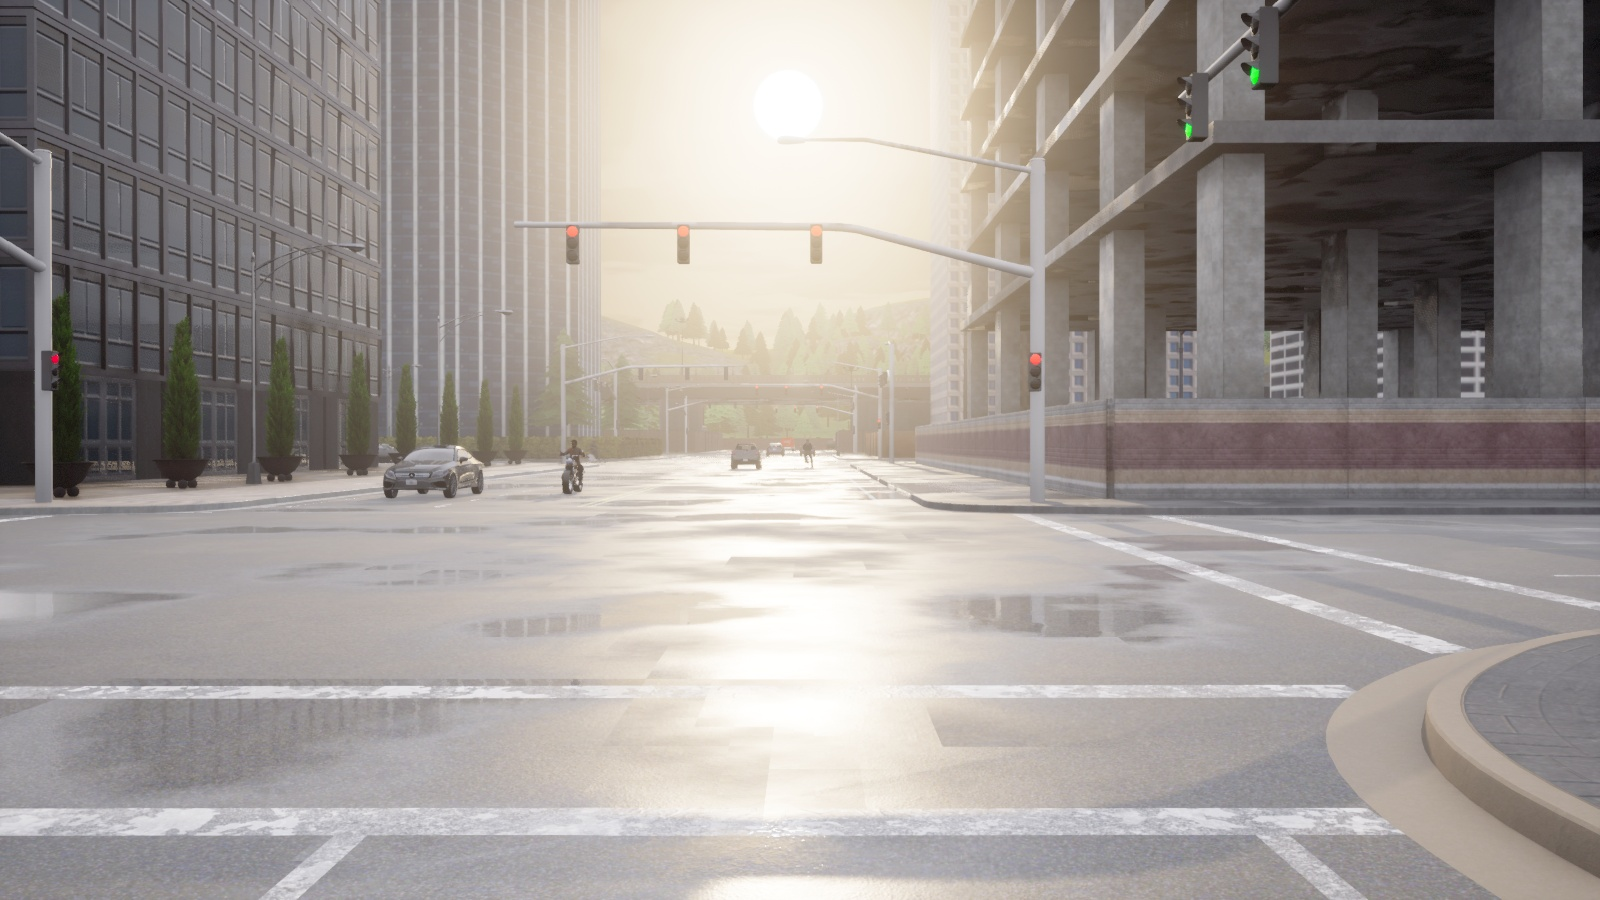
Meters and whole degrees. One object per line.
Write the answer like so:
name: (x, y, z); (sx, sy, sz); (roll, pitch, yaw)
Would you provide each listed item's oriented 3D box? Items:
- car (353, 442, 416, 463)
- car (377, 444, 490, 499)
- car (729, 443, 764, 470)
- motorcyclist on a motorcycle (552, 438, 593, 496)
car: (-29.442, 0.186, 89.034); (3.806, 1.475, 1.970); (0, 0, 0)
car: (-10.276, 0.563, 35.566); (1.812, 1.442, 4.674); (0, 0, 0)
car: (-3.061, 0.351, 72.112); (1.845, 1.501, 3.633); (0, 0, 0)
motorcyclist on a motorcycle: (-6.765, 0.480, 37.403); (0.766, 1.649, 2.350); (0, 0, 0)
